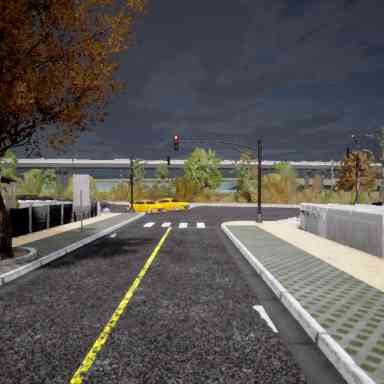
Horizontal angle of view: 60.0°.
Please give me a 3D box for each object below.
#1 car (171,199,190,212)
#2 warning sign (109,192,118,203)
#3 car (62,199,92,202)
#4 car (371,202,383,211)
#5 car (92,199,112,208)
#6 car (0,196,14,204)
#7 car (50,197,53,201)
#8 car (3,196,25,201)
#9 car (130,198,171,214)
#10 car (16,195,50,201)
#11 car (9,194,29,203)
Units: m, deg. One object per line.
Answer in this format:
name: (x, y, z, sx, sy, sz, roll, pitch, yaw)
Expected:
car: (-2.588, 1.526, 40.096, 5.008, 1.535, 1.882, -1, 2, 36)
warning sign: (-14.245, 0.995, 60.261, 1.060, 1.860, 1.300, 2, 1, 36)
car: (-16.644, 1.741, 46.294, 5.008, 1.535, 1.882, -1, 2, 36)
car: (19.854, 1.260, 32.067, 4.718, 1.301, 1.895, -1, 2, 36)
car: (-14.145, 1.696, 48.497, 5.357, 1.411, 2.033, -1, 2, 36)
car: (-40.869, 1.720, 72.048, 4.902, 1.511, 2.128, -1, 2, 36)
car: (-30.521, 1.600, 68.546, 4.892, 1.490, 1.837, -1, 2, 36)
car: (-31.321, 1.871, 57.031, 5.008, 1.535, 1.882, -1, 1, 37)
car: (-4.997, 1.652, 37.288, 5.008, 1.535, 1.882, 0, 1, 45)
car: (-28.184, 1.493, 58.757, 5.566, 2.045, 2.150, 0, 2, 37)
car: (-38.941, 1.440, 74.654, 4.553, 1.767, 2.097, -1, 2, 36)
